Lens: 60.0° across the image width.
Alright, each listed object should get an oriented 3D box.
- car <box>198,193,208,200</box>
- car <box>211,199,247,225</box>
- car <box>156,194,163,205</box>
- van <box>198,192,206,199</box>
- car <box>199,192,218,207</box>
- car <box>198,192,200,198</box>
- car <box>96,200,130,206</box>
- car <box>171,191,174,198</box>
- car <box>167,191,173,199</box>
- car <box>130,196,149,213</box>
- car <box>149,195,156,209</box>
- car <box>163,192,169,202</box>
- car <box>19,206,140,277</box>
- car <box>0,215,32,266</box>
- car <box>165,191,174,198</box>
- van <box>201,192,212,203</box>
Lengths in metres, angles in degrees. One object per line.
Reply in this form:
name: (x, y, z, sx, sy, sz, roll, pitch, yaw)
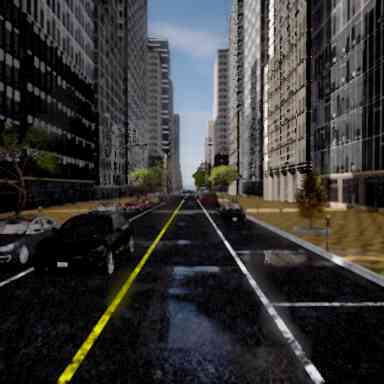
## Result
car: (2.401, 0.948, 73.622, 1.967, 1.590, 4.097, -1, 0, 0)
car: (2.600, 1.400, 22.471, 2.008, 1.369, 4.403, -1, 0, 0)
car: (-5.889, 1.194, 50.686, 1.752, 1.417, 4.829, -1, 0, 0)
van: (2.378, 0.810, 79.304, 1.690, 1.788, 3.998, -1, 0, 0)
car: (2.510, 1.014, 45.204, 2.192, 1.841, 5.009, -1, 0, 0)
car: (2.488, 0.976, 50.888, 2.192, 1.841, 5.009, -1, 0, 0)
car: (-5.780, 1.407, 22.439, 2.008, 1.369, 4.403, -1, 0, 0)
car: (-6.023, 0.877, 84.957, 1.967, 1.590, 4.097, -1, 0, 0)
car: (-5.978, 1.065, 73.590, 2.008, 1.369, 4.403, -1, 0, 0)
car: (-5.824, 1.363, 33.806, 1.802, 1.307, 4.206, -1, 0, 0)
car: (-5.847, 1.183, 39.488, 1.967, 1.590, 4.097, -1, 0, 0)
car: (-5.934, 1.157, 62.224, 1.947, 1.339, 4.313, -1, 0, 0)
car: (-3.035, 1.412, 10.269, 1.882, 1.535, 5.008, 0, 0, 0)
car: (-5.737, 1.482, 11.072, 2.008, 1.369, 4.403, -1, 0, 0)
car: (-6.046, 0.713, 90.639, 2.192, 1.841, 5.009, -1, 0, 0)
van: (2.466, 0.964, 56.571, 1.690, 1.788, 3.998, -1, 0, 0)
